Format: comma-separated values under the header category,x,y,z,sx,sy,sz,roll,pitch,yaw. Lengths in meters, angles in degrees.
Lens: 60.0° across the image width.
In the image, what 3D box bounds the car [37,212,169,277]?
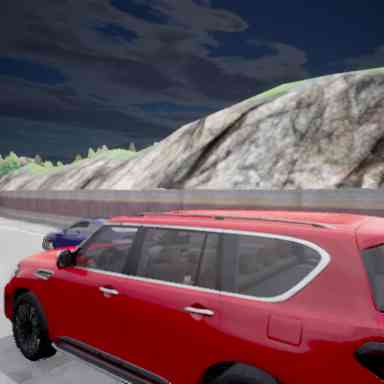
category,x,y,z,sx,sy,sz,roll,pitch,yaw
car,-3.105,1.533,11.019,4.674,1.442,1.812,0,0,39

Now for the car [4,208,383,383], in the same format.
category,x,y,z,sx,sy,sz,roll,pitch,yaw
car,-0.155,1.228,4.206,5.566,2.045,2.150,0,0,37
